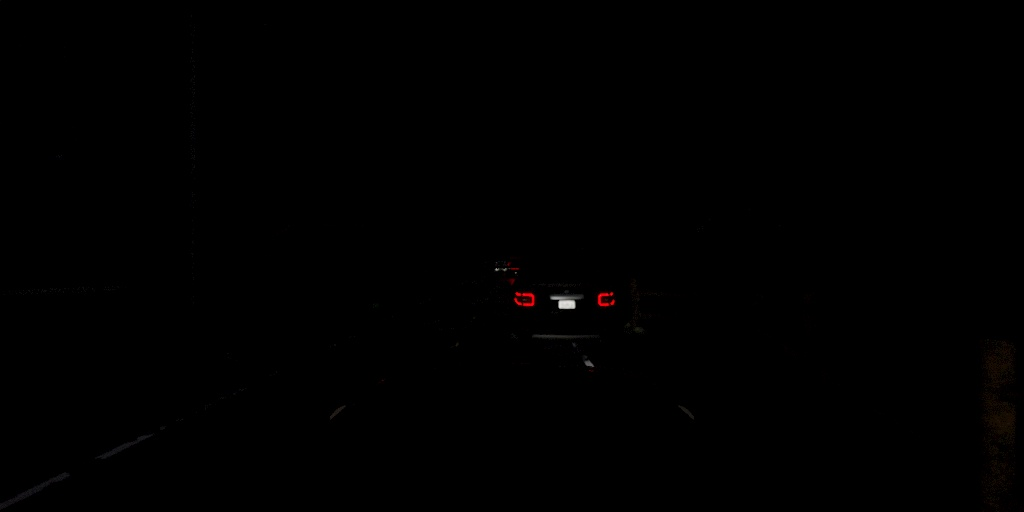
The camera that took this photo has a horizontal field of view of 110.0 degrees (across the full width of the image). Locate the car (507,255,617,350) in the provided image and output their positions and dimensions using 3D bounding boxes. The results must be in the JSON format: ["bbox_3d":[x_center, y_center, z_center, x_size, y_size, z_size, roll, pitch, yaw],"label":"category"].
[{"bbox_3d":[1.047,1.011,9.345,2.150,2.045,5.566,0,0,1],"label":"car"}]

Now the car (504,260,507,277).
[{"bbox_3d":[0.421,1.453,38.546,1.837,1.490,4.892,0,0,1],"label":"car"}]

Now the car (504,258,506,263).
[{"bbox_3d":[0.438,1.229,48.673,2.150,2.045,5.566,0,0,1],"label":"car"}]
